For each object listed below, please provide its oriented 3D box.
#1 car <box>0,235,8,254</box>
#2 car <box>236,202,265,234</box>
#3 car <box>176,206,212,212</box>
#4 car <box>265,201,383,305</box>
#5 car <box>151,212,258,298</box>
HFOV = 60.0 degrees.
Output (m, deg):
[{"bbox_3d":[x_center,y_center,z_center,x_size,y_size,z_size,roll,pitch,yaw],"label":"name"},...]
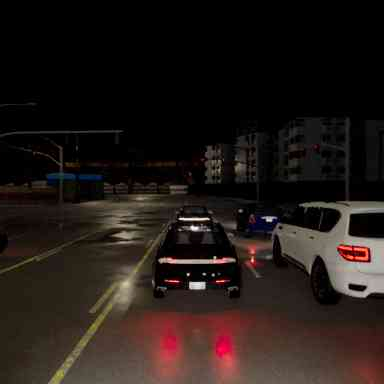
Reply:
[{"bbox_3d":[-7.078,1.629,8.876,1.895,1.301,4.718,0,0,0],"label":"car"},{"bbox_3d":[3.611,1.328,17.651,2.097,1.767,4.553,0,0,0],"label":"car"},{"bbox_3d":[0.113,1.473,17.928,2.128,1.511,4.902,0,0,0],"label":"car"},{"bbox_3d":[3.595,1.219,8.227,2.150,2.045,5.566,0,0,0],"label":"car"},{"bbox_3d":[0.103,1.499,8.515,2.128,1.511,4.902,0,0,0],"label":"car"}]
